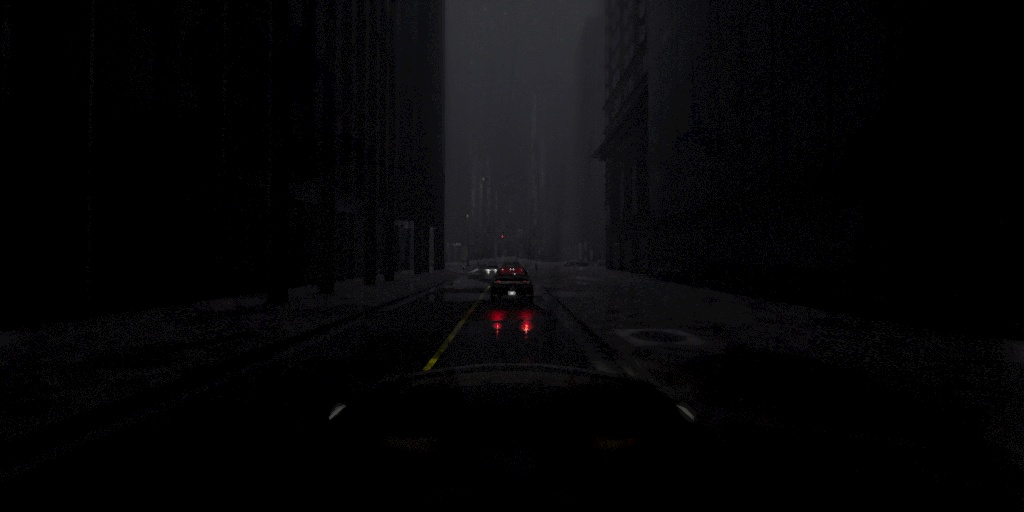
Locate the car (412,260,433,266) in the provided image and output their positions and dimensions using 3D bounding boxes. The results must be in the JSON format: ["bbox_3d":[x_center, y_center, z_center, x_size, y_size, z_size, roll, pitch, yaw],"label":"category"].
[{"bbox_3d":[-14.591,1.213,63.181,4.829,1.417,1.751,0,0,0],"label":"car"}]

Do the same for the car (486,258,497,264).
[{"bbox_3d":[-3.000,1.382,56.955,2.033,1.411,5.357,0,0,0],"label":"car"}]

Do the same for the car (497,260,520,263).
[{"bbox_3d":[-0.001,1.129,31.474,2.097,1.767,4.553,0,0,0],"label":"car"}]

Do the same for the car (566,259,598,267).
[{"bbox_3d":[12.328,1.321,63.270,4.403,1.370,2.007,0,0,0],"label":"car"}]

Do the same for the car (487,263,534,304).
[{"bbox_3d":[0.000,1.249,16.502,2.128,1.511,4.902,0,0,0],"label":"car"}]
